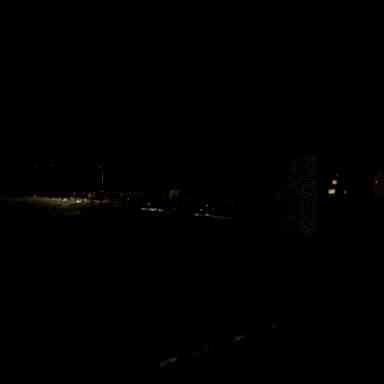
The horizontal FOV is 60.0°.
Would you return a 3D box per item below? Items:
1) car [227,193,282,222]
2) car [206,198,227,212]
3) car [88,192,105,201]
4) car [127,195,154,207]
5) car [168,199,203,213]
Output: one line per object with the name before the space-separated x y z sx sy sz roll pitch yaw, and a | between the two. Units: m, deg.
car | 5.538 1.083 25.257 2.150 2.045 5.566 1 0 -36
car | 3.734 1.316 32.711 2.128 1.511 4.902 1 0 -36
car | -17.934 0.781 62.283 2.097 1.767 4.553 1 0 -34
car | -6.497 1.140 41.699 2.128 1.511 4.902 1 0 -36
car | -0.379 1.359 33.328 1.895 1.301 4.718 1 0 -36
